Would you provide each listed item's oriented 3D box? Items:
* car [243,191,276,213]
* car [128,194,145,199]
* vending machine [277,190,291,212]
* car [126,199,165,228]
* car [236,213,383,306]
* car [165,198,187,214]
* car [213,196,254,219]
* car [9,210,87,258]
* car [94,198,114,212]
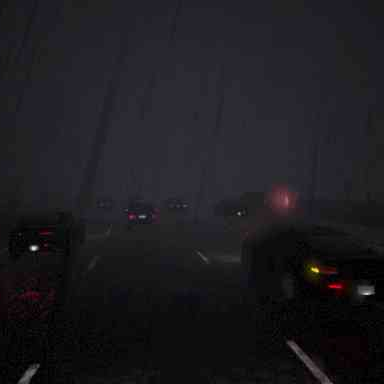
[{"bbox_3d":[5.750,0.957,30.562,2.150,2.045,5.566,0,0,-10],"label":"car"},{"bbox_3d":[-7.006,1.063,41.801,2.097,1.767,4.553,0,0,-10],"label":"car"},{"bbox_3d":[9.257,0.892,33.411,1.100,2.100,0.880,0,0,-10],"label":"vending machine"},{"bbox_3d":[-3.131,1.401,20.826,2.033,1.411,5.357,0,0,-10],"label":"car"},{"bbox_3d":[2.588,1.452,7.810,1.812,1.442,4.674,0,0,-8],"label":"car"},{"bbox_3d":[-1.711,1.305,32.422,2.033,1.411,5.357,0,0,-10],"label":"car"},{"bbox_3d":[2.969,1.286,26.348,1.837,1.490,4.892,0,0,-10],"label":"car"},{"bbox_3d":[-5.217,1.433,12.512,1.837,1.490,4.892,0,0,-10],"label":"car"},{"bbox_3d":[-9.431,1.317,35.664,2.033,1.411,5.357,0,0,-11],"label":"car"}]
